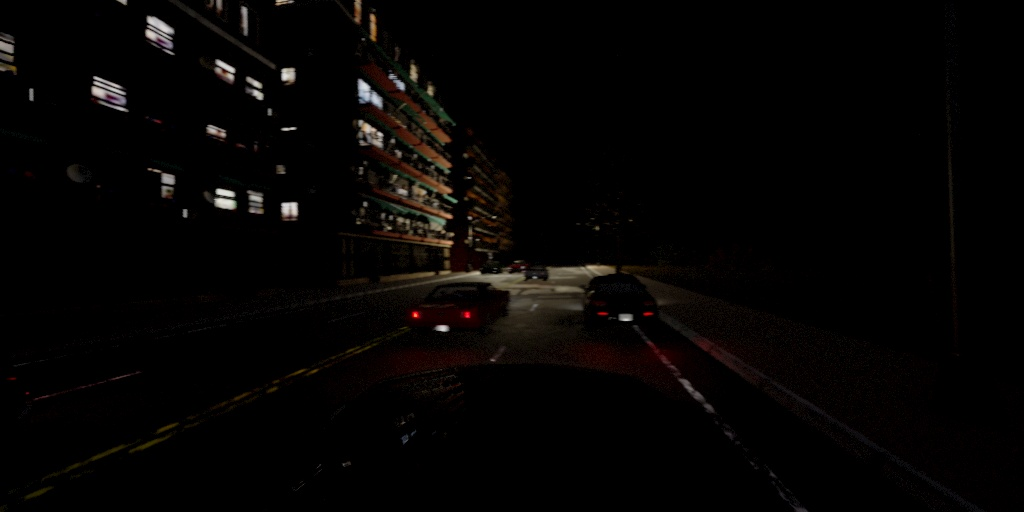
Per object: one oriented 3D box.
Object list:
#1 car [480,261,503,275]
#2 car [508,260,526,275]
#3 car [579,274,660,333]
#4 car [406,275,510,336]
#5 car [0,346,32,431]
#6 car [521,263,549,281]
[{"bbox_3d":[-2.479,1.429,43.876,2.097,1.767,4.553,-1,0,10],"label":"car"},{"bbox_3d":[0.862,1.358,44.138,2.097,1.767,4.553,-1,0,10],"label":"car"},{"bbox_3d":[3.032,1.269,10.627,1.812,1.442,4.674,-1,0,10],"label":"car"},{"bbox_3d":[-1.291,1.439,10.762,1.895,1.301,4.718,-1,0,10],"label":"car"},{"bbox_3d":[-6.319,1.379,1.745,2.128,1.511,4.902,-1,0,10],"label":"car"},{"bbox_3d":[2.259,1.497,31.728,1.895,1.301,4.718,-1,0,10],"label":"car"}]
